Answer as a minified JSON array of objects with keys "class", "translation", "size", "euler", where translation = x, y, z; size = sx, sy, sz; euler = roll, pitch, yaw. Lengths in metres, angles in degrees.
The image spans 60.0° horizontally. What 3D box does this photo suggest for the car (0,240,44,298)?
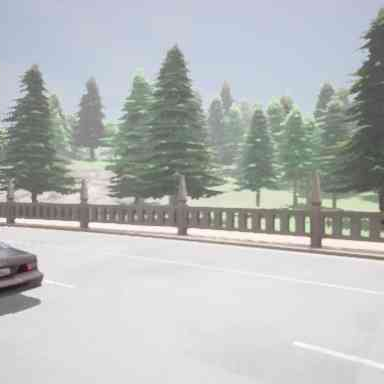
[{"class":"car","translation":[-5.650,1.532,7.464],"size":[5.357,1.411,2.033],"euler":[0,0,31]}]
